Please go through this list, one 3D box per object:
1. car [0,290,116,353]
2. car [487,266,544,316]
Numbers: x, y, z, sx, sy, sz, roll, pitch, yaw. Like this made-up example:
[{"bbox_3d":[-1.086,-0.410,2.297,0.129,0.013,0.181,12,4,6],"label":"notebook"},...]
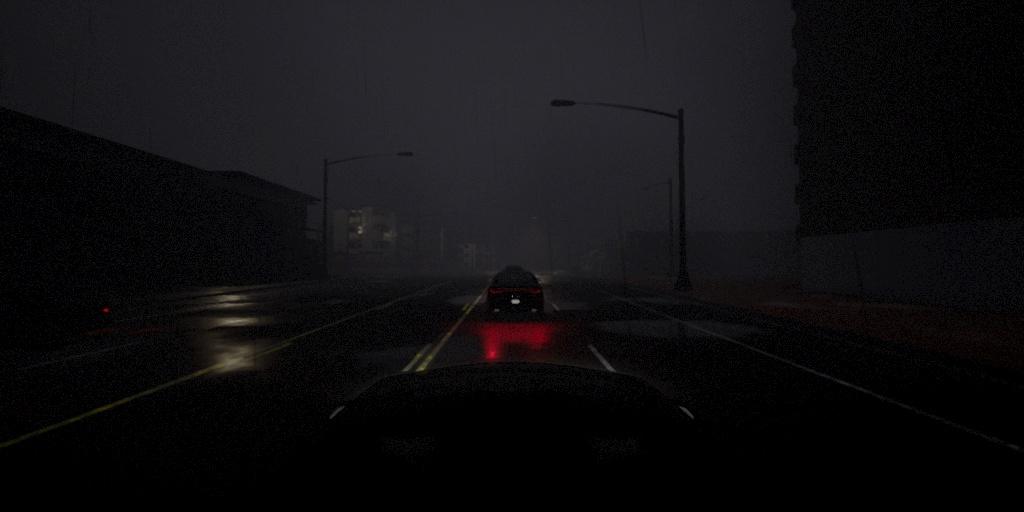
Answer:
[{"bbox_3d":[-10.587,1.324,6.280,2.033,1.411,5.357,0,0,0],"label":"car"},{"bbox_3d":[0.114,1.286,13.599,1.882,1.535,5.008,0,0,0],"label":"car"}]
